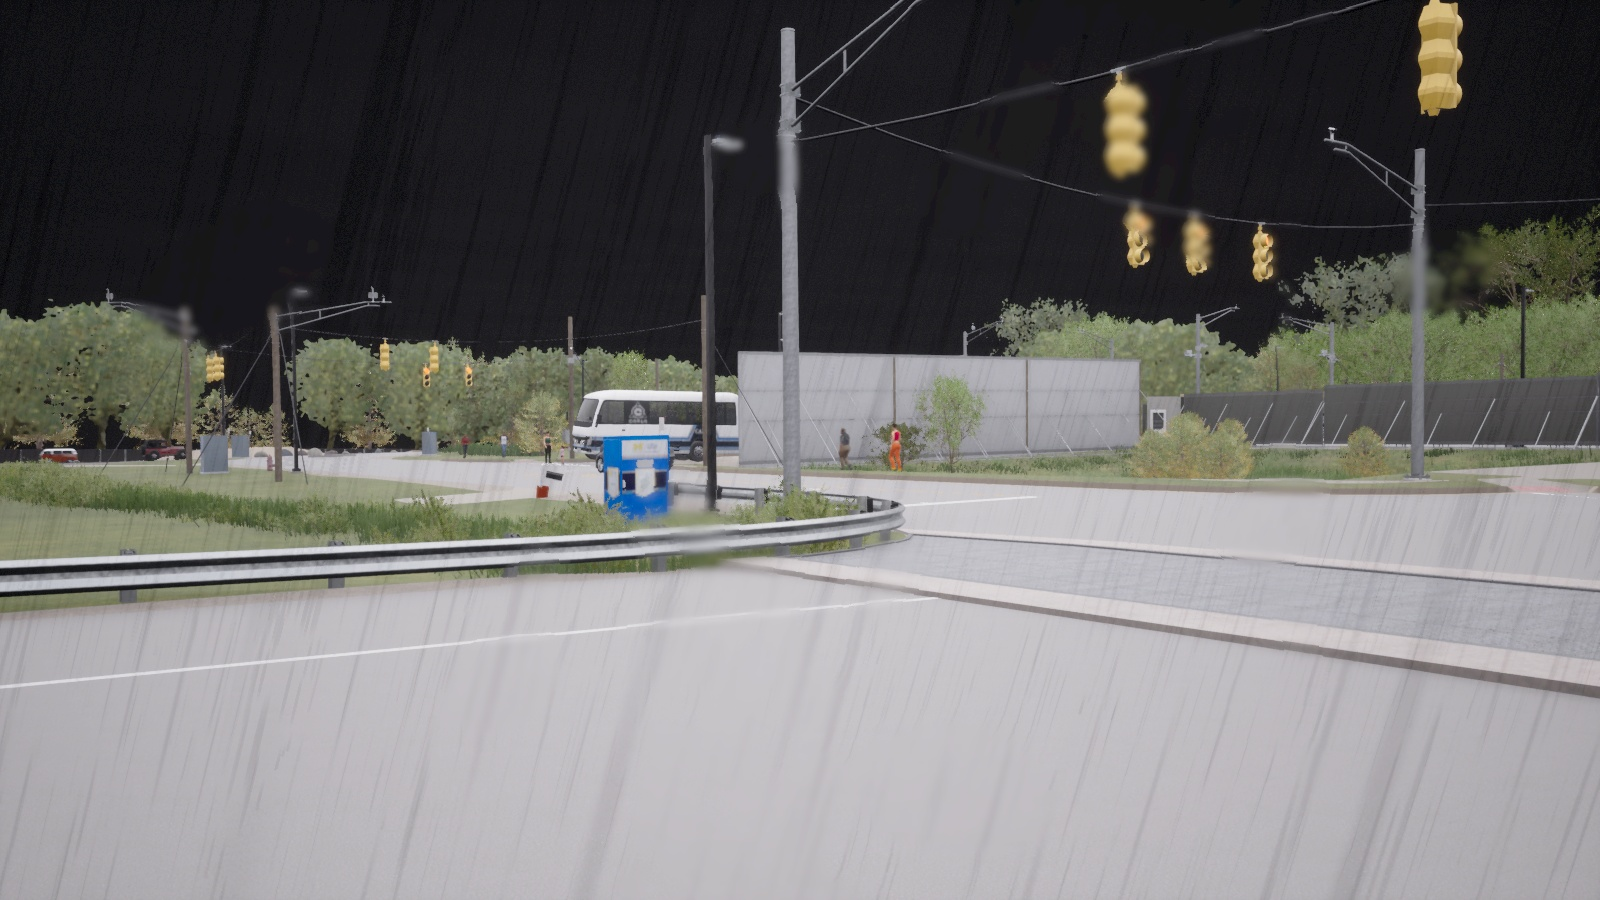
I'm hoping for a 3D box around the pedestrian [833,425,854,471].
[{"bbox_3d":[1.800,-0.090,51.691,0.540,1.848,0.694,-2,2,-36],"label":"pedestrian"}]

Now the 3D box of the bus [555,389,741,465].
[{"bbox_3d":[-9.107,-1.402,75.539,10.273,4.253,3.944,0,3,-29],"label":"bus"}]

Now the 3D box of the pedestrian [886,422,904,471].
[{"bbox_3d":[3.584,-0.140,47.481,0.345,1.836,0.594,-2,2,-35],"label":"pedestrian"}]

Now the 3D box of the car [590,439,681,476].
[{"bbox_3d":[-7.139,0.281,54.108,1.837,1.490,4.892,-2,2,-35],"label":"car"}]

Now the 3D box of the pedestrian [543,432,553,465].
[{"bbox_3d":[-14.302,-0.081,71.245,0.345,1.836,0.594,-2,2,-35],"label":"pedestrian"}]
